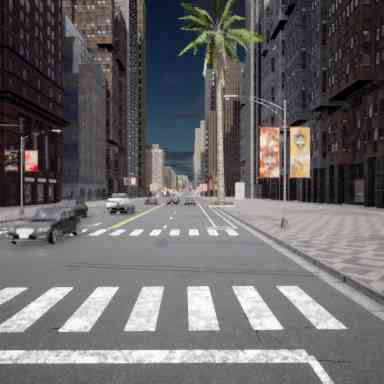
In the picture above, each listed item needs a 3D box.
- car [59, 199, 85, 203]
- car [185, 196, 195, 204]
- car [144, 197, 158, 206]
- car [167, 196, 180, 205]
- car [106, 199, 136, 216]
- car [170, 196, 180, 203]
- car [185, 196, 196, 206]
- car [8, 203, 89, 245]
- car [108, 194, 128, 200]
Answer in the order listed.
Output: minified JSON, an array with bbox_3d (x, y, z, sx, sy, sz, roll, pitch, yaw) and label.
[{"bbox_3d":[-10.006,1.359,27.109,2.097,1.767,4.553,0,0,0],"label":"car"},{"bbox_3d":[-0.382,1.539,66.525,1.882,1.535,5.008,0,0,0],"label":"car"},{"bbox_3d":[-6.864,1.604,56.146,1.994,1.385,4.181,0,0,0],"label":"car"},{"bbox_3d":[-3.496,1.647,59.733,1.895,1.301,4.718,0,0,-1],"label":"car"},{"bbox_3d":[-6.787,1.610,32.692,1.895,1.301,4.718,0,0,0],"label":"car"},{"bbox_3d":[-3.549,1.595,69.842,1.812,1.442,4.674,0,0,0],"label":"car"},{"bbox_3d":[-0.322,1.586,56.102,2.033,1.411,5.357,0,0,0],"label":"car"},{"bbox_3d":[-6.690,1.494,15.656,2.128,1.511,4.902,0,0,0],"label":"car"},{"bbox_3d":[-10.106,1.242,45.579,2.150,2.045,5.566,0,0,0],"label":"car"}]
